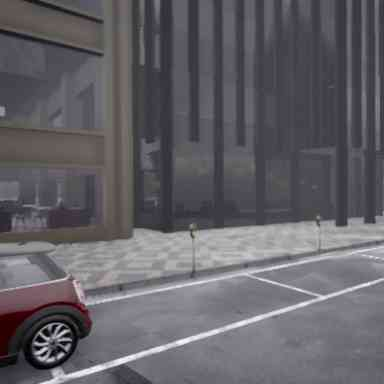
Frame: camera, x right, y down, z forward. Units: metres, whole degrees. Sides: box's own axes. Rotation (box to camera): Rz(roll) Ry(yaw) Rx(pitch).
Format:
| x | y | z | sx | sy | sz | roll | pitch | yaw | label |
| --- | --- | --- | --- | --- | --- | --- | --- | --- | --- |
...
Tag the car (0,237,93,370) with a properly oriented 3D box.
| x | y | z | sx | sy | sz | roll | pitch | yaw | label |
| --- | --- | --- | --- | --- | --- | --- | --- | --- | --- |
| -3.477 | 1.438 | 4.064 | 4.097 | 1.590 | 1.967 | 0 | -1 | -36 | car |
